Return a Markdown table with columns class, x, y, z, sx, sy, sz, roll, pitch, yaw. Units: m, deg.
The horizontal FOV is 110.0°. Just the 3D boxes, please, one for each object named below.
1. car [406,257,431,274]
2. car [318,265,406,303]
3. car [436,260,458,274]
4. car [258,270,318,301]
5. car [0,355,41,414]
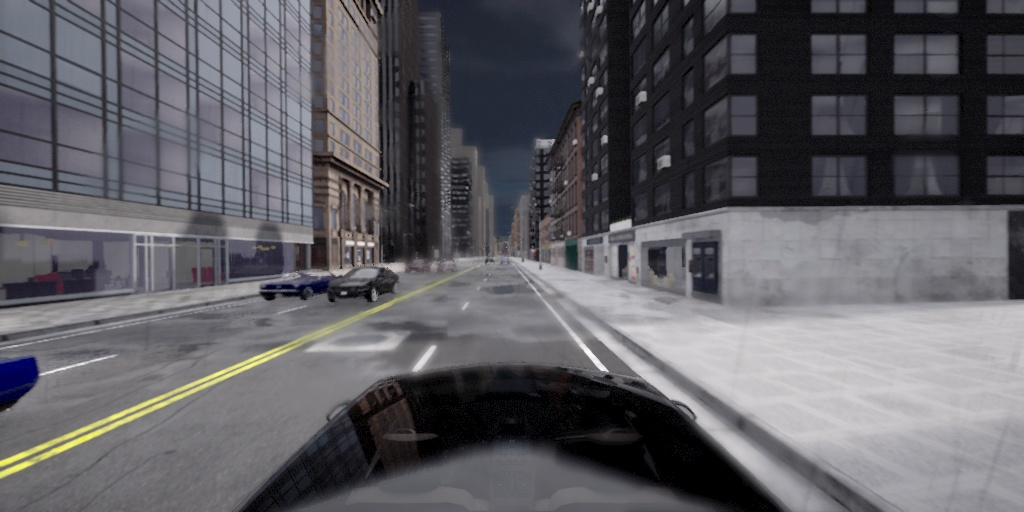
| class | x | y | z | sx | sy | sz | roll | pitch | yaw |
| --- | --- | --- | --- | --- | --- | --- | --- | --- | --- |
| car | -10.458 | 1.055 | 40.126 | 2.097 | 1.767 | 4.553 | -1 | 0 | -1 |
| car | -6.847 | 1.231 | 17.016 | 1.882 | 1.535 | 5.008 | -1 | 0 | -1 |
| car | -7.206 | 1.190 | 40.159 | 1.812 | 1.442 | 4.674 | -1 | 0 | -1 |
| car | -10.107 | 1.383 | 17.692 | 1.895 | 1.301 | 4.718 | -1 | 0 | -1 |
| car | -6.573 | 1.414 | 2.008 | 1.895 | 1.301 | 4.718 | -1 | 0 | -1 |
